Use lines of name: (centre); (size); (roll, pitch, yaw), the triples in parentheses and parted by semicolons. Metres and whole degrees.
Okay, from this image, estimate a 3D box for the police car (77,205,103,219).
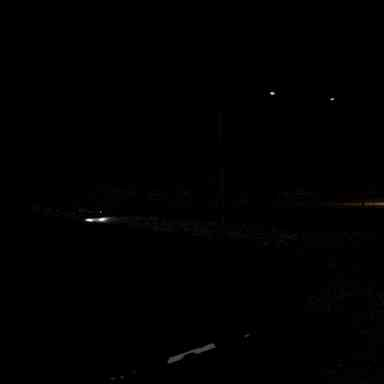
police car: (-12.862, 2.467, 41.787); (2.038, 1.542, 4.974); (-2, 0, -35)
